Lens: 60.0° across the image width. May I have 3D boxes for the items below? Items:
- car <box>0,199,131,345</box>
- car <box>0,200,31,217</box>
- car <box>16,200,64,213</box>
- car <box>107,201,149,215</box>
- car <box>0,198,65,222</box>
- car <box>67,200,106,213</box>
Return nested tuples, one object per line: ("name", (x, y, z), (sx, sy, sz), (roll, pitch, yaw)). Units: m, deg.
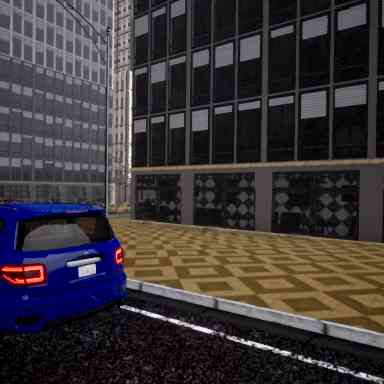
("car", (-3.701, 1.218, 6.322), (5.566, 2.045, 2.150), (0, 0, 35))
("car", (-18.847, 1.616, 32.904), (1.837, 1.490, 4.892), (1, 0, 36))
("car", (-17.646, 1.643, 38.903), (1.752, 1.417, 4.829), (1, 0, 36))
("car", (-7.351, 1.830, 38.740), (1.752, 1.417, 4.829), (1, 0, 36))
("car", (-14.148, 1.520, 29.528), (2.192, 1.841, 5.009), (1, 0, 36))
("car", (-12.935, 1.762, 40.924), (1.994, 1.385, 4.181), (1, 0, 36))
